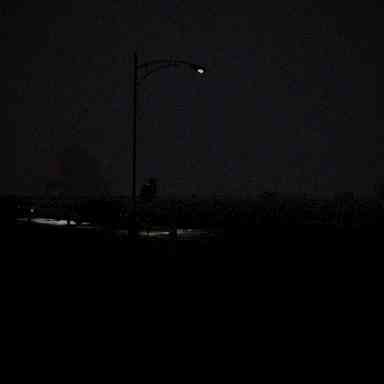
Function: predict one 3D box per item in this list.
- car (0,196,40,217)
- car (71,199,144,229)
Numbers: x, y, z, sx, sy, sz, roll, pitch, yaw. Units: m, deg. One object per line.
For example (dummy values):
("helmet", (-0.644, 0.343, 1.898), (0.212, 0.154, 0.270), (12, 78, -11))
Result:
("car", (-13.605, 1.055, 25.543), (4.902, 1.511, 2.128), (1, 0, 36))
("car", (-4.991, 1.182, 19.513), (5.008, 1.535, 1.882), (1, 0, 35))
